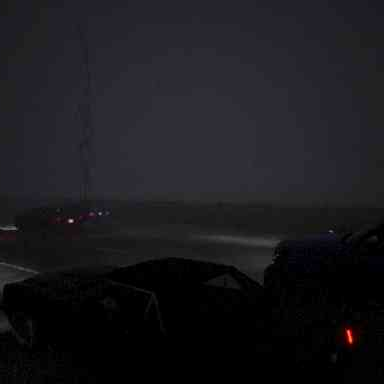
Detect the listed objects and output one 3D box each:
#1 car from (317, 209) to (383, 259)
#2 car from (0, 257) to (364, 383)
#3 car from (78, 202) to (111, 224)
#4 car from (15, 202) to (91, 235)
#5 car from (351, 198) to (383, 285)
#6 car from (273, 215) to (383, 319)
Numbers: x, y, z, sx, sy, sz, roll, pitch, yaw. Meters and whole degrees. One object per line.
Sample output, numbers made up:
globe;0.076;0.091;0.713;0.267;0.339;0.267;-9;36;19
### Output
car;7.246;1.485;11.722;4.902;1.511;2.128;0;0;35
car;-0.550;1.580;4.385;4.718;1.301;1.895;1;0;36
car;-7.852;1.406;22.491;5.357;1.411;2.033;1;0;36
car;-7.828;1.441;18.174;4.181;1.385;1.994;1;0;36
car;6.908;1.229;7.663;5.566;2.045;2.150;0;0;35
car;4.030;1.220;5.416;5.566;2.045;2.150;0;0;36
